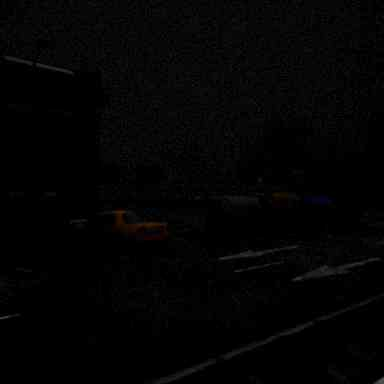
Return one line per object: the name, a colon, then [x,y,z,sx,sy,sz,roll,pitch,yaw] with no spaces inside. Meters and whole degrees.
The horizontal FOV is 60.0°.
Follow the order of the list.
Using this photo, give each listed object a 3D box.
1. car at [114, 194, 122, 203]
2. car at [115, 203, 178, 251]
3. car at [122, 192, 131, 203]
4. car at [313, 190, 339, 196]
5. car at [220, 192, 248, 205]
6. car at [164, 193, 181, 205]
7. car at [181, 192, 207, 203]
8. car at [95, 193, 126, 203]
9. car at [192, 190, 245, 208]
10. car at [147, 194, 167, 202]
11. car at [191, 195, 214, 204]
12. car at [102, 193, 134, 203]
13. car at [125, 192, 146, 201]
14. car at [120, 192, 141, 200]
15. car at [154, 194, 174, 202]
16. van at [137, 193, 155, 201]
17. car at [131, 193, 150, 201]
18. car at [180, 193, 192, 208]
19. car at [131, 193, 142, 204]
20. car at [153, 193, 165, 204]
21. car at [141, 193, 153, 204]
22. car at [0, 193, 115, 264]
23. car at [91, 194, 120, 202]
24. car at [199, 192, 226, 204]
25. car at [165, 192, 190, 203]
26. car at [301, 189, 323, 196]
car: [-8.913,1.027,50.605,2.097,1.535,5.008,0,-1,35]
car: [-3.369,1.416,13.715,5.366,1.575,1.946,-1,0,35]
car: [-7.245,1.056,48.152,2.163,1.488,4.792,1,0,35]
car: [17.645,1.201,42.105,2.435,2.045,5.566,1,-2,35]
car: [7.283,1.201,56.948,2.435,2.045,5.566,1,-1,35]
car: [-0.489,1.026,38.453,2.231,1.521,4.892,0,-1,35]
car: [0.380,1.203,66.880,2.435,2.045,5.566,1,-1,35]
car: [-14.081,1.023,57.747,1.946,1.575,5.366,1,0,35]
car: [2.883,0.772,33.570,2.435,2.045,5.566,1,0,35]
car: [-8.250,1.330,79.293,2.185,1.767,4.553,1,-2,35]
car: [2.102,1.455,64.415,2.231,1.521,4.892,1,-2,35]
car: [-12.297,1.028,55.474,2.097,1.535,5.008,1,0,35]
car: [-15.114,1.204,89.220,2.435,2.045,5.566,1,-1,35]
car: [-16.825,1.205,91.758,2.435,2.045,5.566,1,-2,35]
car: [-6.515,1.330,76.809,2.185,1.767,4.553,1,-2,35]
van: [-11.598,1.235,84.380,1.878,1.987,4.442,1,-2,35]
car: [-13.364,1.332,86.785,2.185,1.767,4.553,1,-1,35]
car: [1.202,1.064,36.026,2.002,1.452,4.674,1,0,35]
car: [-5.544,1.027,45.743,2.231,1.521,4.892,0,-1,35]
car: [-2.191,0.899,40.864,2.185,1.767,4.553,0,-1,35]
car: [-3.759,1.025,43.472,1.946,1.575,5.366,0,-1,35]
car: [-5.712,1.195,11.874,5.566,2.045,2.435,-1,0,35]
car: [-15.659,1.058,60.359,2.163,1.488,4.792,0,-1,35]
car: [3.868,1.204,61.964,2.435,2.045,5.566,1,-2,35]
car: [-3.029,1.206,71.894,2.435,2.045,5.566,1,-2,35]
car: [19.357,0.246,51.639,1.882,1.535,5.008,2,3,-34]
